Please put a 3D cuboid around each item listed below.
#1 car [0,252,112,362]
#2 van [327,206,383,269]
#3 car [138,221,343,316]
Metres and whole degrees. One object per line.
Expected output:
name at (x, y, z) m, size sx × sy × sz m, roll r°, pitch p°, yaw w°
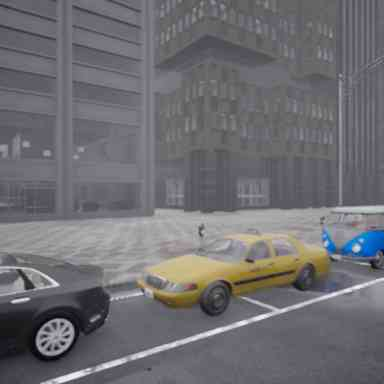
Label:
car at (-3.278, 1.551, 4.314) m, size 4.403 × 1.369 × 2.008 m, roll 0°, pitch 0°, yaw -35°
van at (5.908, 1.359, 10.864) m, size 3.998 × 1.788 × 1.690 m, roll 0°, pitch 0°, yaw -35°
car at (1.177, 1.534, 7.490) m, size 4.829 × 1.417 × 1.752 m, roll 0°, pitch 0°, yaw -35°
